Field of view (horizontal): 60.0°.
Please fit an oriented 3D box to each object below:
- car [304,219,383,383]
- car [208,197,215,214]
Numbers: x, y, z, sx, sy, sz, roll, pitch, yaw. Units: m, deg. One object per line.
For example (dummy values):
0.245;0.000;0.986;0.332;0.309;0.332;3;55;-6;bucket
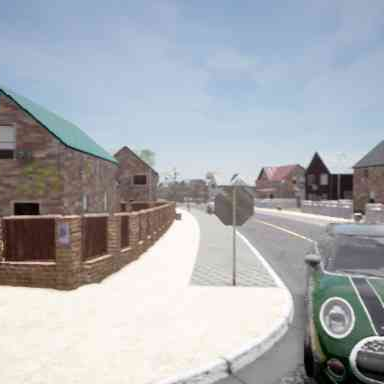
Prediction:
2.831;1.319;5.018;2.097;1.767;4.553;0;-1;18;car
3.343;1.612;41.993;2.150;2.045;5.566;0;-1;-5;car
